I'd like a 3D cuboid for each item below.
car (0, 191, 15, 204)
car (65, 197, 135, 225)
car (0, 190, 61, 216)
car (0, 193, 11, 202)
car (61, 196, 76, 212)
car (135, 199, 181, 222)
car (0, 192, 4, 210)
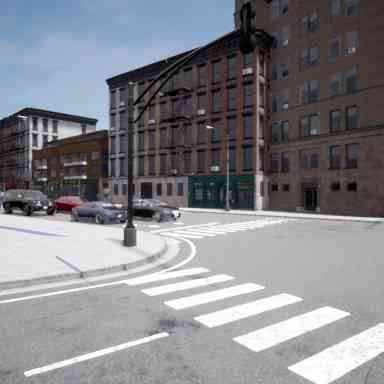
[{"bbox_3d":[-27.631,0.786,48.201,4.553,1.767,2.097,1,0,41],"label":"car"},{"bbox_3d":[-6.043,1.281,21.713,4.181,1.385,1.994,1,0,37],"label":"car"},{"bbox_3d":[-13.554,0.839,27.601,5.566,2.045,2.150,1,0,39],"label":"car"},{"bbox_3d":[-33.192,0.898,57.575,4.674,1.442,1.812,1,0,43],"label":"car"},{"bbox_3d":[-10.414,1.125,29.258,5.008,1.535,1.882,1,0,39],"label":"car"},{"bbox_3d":[-2.961,1.238,23.439,4.902,1.511,2.128,1,0,38],"label":"car"},{"bbox_3d":[-21.165,0.877,33.840,4.553,1.767,2.097,1,0,40],"label":"car"}]
